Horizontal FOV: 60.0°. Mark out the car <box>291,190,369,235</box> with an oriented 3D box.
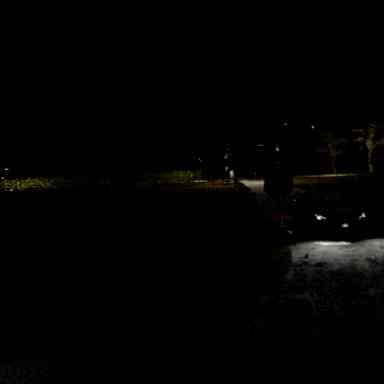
[{"bbox_3d":[5.094,0.661,12.921,1.812,1.442,4.674,-3,3,6],"label":"car"}]
